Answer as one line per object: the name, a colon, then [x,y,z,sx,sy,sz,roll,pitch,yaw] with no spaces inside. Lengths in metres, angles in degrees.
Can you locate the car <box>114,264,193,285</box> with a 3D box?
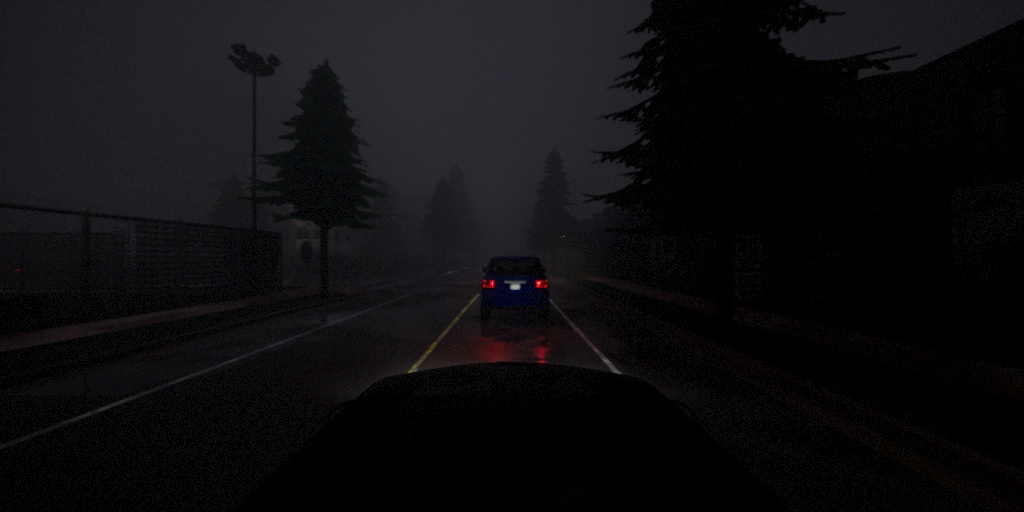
car: [-26.839,1.342,26.958,4.892,1.490,1.837,0,0,1]

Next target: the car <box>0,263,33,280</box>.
car: [-44.035,1.363,30.411,4.892,1.490,1.837,0,0,-5]

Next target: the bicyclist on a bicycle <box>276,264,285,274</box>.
bicyclist on a bicycle: [-23.274,1.162,35.903,0.582,1.620,1.656,0,0,0]

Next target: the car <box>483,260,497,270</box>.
car: [-3.550,1.405,58.810,1.837,1.490,4.892,0,0,0]

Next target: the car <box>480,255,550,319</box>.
car: [0.063,1.000,13.029,2.150,2.045,5.566,0,0,-1]
